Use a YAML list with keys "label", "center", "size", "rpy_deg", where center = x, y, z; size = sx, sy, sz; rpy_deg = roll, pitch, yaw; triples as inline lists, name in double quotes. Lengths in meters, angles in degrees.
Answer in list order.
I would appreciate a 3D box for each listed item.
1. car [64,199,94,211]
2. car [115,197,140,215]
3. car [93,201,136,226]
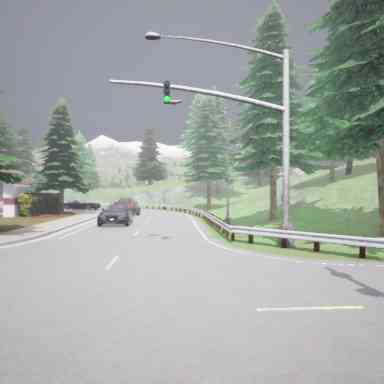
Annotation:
- label: "car"
  center: [-13.411, 1.553, 39.915]
  size: [4.718, 1.301, 1.895]
  rpy_deg: [0, 0, 11]
- label: "car"
  center: [-6.476, 1.310, 32.498]
  size: [2.097, 1.767, 4.553]
  rpy_deg: [0, 0, -22]
- label: "car"
  center: [-5.177, 1.533, 22.759]
  size: [1.994, 1.385, 4.181]
  rpy_deg: [0, 0, -5]
